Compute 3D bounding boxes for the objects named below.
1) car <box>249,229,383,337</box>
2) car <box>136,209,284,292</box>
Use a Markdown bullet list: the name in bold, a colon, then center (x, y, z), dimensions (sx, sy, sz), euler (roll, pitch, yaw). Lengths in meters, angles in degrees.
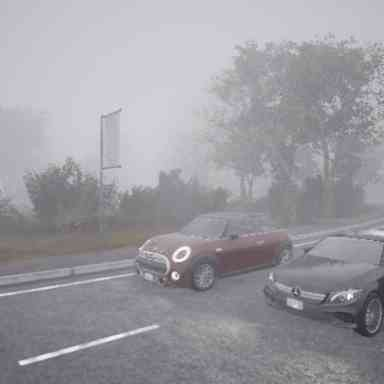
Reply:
- **car**: center (3.475, 1.545, 6.828), dimensions (4.674, 1.442, 1.812), euler (0, 0, -39)
- **car**: center (0.747, 1.378, 9.141), dimensions (4.553, 1.767, 2.097), euler (0, 0, -39)
